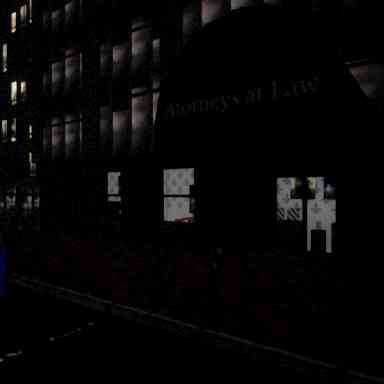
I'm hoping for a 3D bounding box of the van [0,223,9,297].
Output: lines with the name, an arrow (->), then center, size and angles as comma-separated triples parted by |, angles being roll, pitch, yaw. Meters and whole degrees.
van -> -5.363, 1.341, 6.694 | 3.998, 1.788, 1.690 | 0, 0, 35
